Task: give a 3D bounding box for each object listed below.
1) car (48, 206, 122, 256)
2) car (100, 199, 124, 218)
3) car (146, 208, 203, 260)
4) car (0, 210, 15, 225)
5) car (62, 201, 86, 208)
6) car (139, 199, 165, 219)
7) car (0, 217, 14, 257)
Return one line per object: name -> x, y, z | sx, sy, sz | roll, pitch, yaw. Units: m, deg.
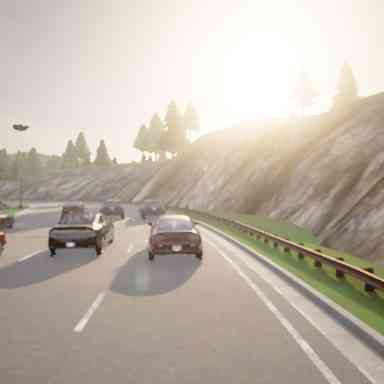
car -> -4.296, 1.550, 13.486 | 2.128, 1.511, 4.902 | 0, 0, -6
car -> -7.454, 1.476, 31.061 | 2.097, 1.767, 4.553 | 0, 0, -14
car -> -0.696, 1.566, 12.541 | 1.812, 1.442, 4.674 | 0, 0, -6
car -> -12.263, 1.675, 19.962 | 1.994, 1.385, 4.181 | 0, 0, -9
car -> -11.259, 1.620, 31.902 | 1.882, 1.535, 5.008 | 0, 0, -14
car -> -3.682, 1.458, 30.369 | 2.097, 1.767, 4.553 | 0, 0, -13
car -> -7.415, 1.662, 9.859 | 1.895, 1.301, 4.718 | 0, 0, -4
